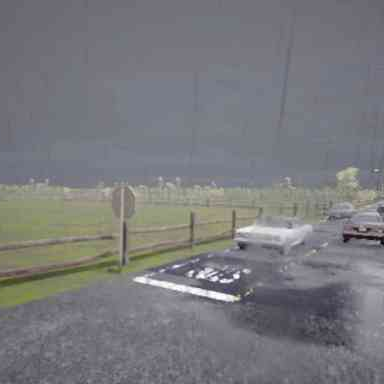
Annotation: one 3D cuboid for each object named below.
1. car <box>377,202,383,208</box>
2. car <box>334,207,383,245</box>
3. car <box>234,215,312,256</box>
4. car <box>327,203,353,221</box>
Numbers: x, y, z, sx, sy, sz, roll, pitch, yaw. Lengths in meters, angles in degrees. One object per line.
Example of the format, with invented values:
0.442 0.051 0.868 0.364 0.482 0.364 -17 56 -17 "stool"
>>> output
22.400 1.930 38.157 1.837 1.490 4.892 1 1 33 "car"
8.795 1.718 16.679 2.033 1.411 5.357 1 0 32 "car"
3.517 1.658 13.832 1.895 1.301 4.718 1 0 32 "car"
13.007 1.745 28.772 1.837 1.490 4.892 1 0 33 "car"
